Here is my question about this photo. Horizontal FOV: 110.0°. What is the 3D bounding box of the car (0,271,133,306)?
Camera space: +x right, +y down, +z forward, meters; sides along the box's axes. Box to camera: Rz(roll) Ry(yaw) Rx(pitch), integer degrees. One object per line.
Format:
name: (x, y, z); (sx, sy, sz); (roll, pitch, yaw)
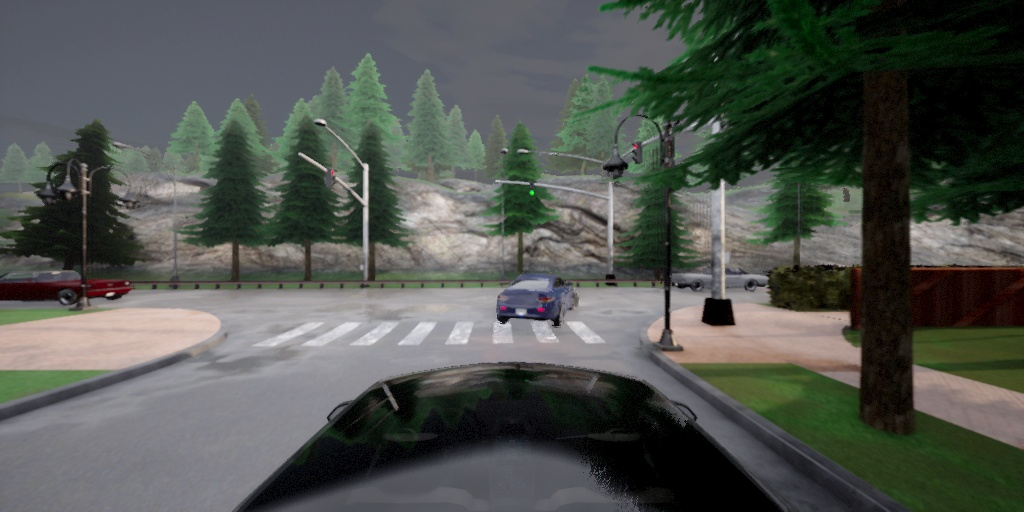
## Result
car: (-18.360, 1.233, 14.324); (4.718, 1.301, 1.895); (0, 0, -3)

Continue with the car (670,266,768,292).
car: (11.099, 1.219, 19.552); (4.718, 1.301, 1.895); (0, 0, -3)

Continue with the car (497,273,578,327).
car: (0.914, 1.261, 11.581); (1.812, 1.442, 4.674); (0, 1, 17)
